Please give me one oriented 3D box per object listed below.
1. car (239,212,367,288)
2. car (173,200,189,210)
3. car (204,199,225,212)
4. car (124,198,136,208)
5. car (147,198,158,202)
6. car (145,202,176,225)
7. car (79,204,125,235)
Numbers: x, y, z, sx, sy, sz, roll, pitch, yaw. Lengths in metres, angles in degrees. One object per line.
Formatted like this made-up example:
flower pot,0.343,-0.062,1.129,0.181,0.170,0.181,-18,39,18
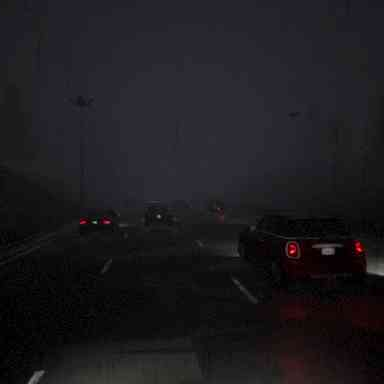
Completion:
car,2.804,1.356,9.529,2.097,1.767,4.553,-1,0,-6
car,-1.629,1.737,45.601,1.994,1.385,4.181,-1,0,-8
car,2.681,1.615,40.028,1.837,1.490,4.892,0,0,-8
car,-9.936,1.788,53.757,1.837,1.490,4.892,-1,-1,-9
car,-6.342,1.739,53.380,2.128,1.511,4.902,-1,0,-9
car,-2.524,1.675,25.007,1.994,1.385,4.181,-1,0,-7
car,-5.434,1.671,19.999,2.033,1.411,5.357,-1,0,-7
